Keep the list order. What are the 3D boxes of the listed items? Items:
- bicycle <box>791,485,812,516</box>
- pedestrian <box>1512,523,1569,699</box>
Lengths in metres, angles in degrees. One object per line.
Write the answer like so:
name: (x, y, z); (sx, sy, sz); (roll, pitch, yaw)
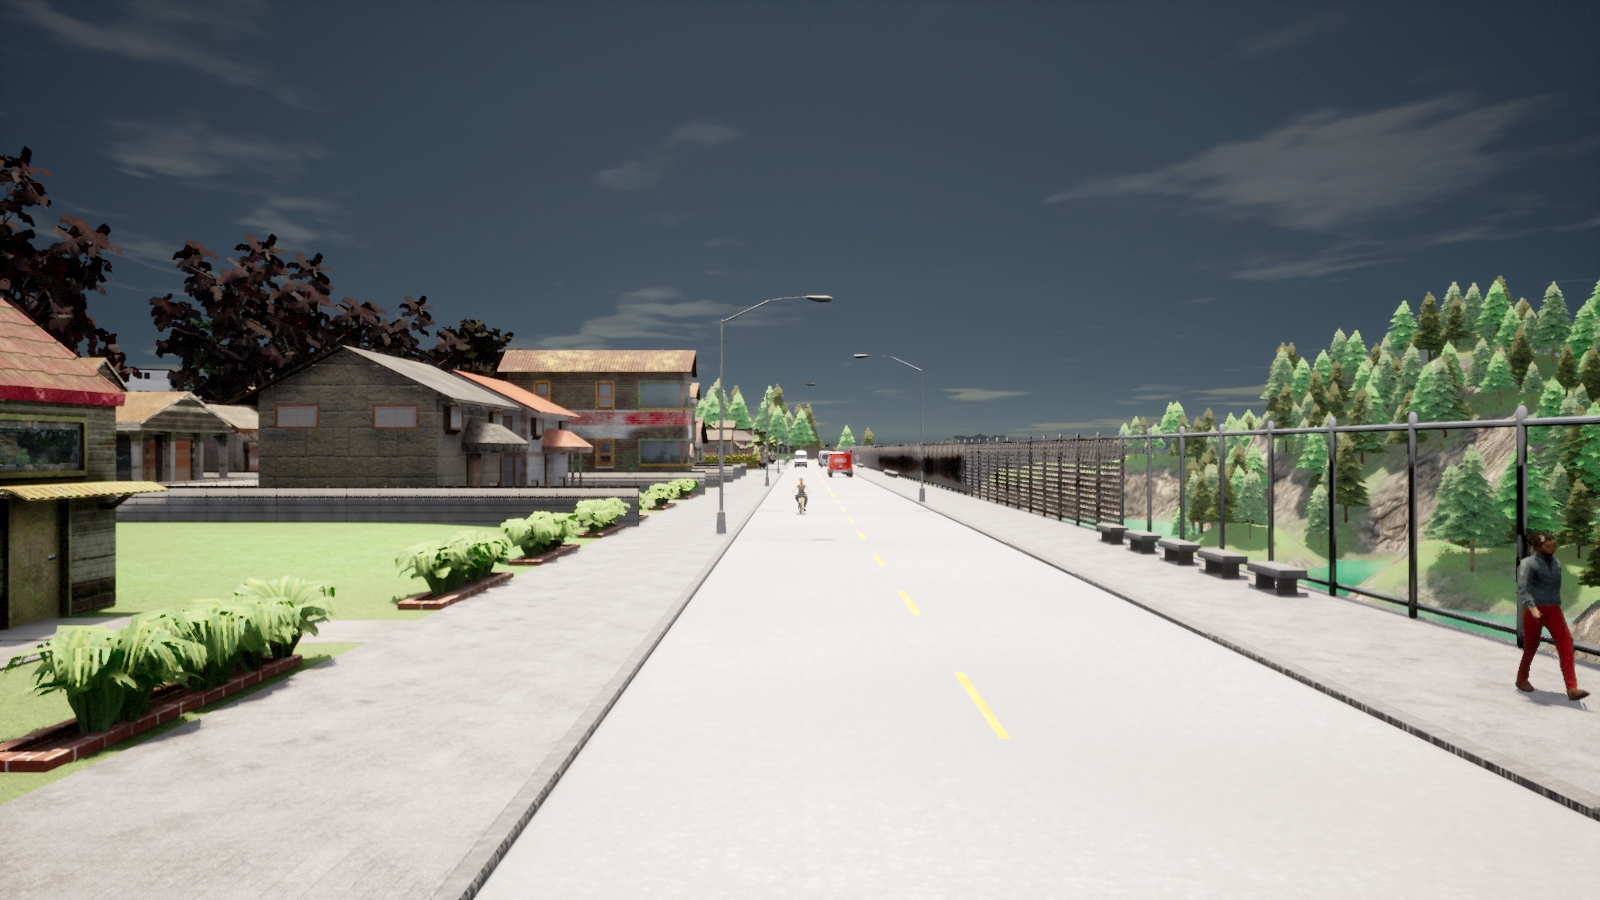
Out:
bicycle: (0.064, 2.139, 48.642); (0.859, 1.276, 1.487); (0, 0, 0)
pedestrian: (8.053, 1.738, 12.433); (0.375, 1.860, 0.375); (0, 0, -1)
